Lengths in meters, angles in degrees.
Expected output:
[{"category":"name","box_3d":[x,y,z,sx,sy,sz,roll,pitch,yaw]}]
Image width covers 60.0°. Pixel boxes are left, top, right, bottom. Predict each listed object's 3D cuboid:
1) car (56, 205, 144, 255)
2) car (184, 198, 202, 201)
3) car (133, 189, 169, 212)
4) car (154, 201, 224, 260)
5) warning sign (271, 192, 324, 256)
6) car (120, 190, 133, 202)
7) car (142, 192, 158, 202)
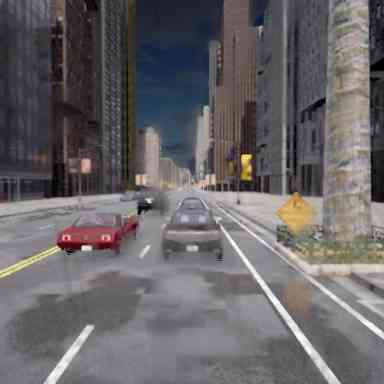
[{"category":"car","box_3d":[-3.185,1.392,12.360,1.895,1.301,4.718,0,1,0]},{"category":"car","box_3d":[0.048,1.135,25.112,2.033,1.411,5.357,0,1,0]},{"category":"car","box_3d":[-3.180,0.769,27.826,2.150,2.045,5.566,0,1,1]},{"category":"car","box_3d":[0.056,1.297,11.536,2.128,1.511,4.902,0,1,1]},{"category":"warning sign","box_3d":[3.234,0.939,10.340,1.300,1.860,1.060,0,1,0]},{"category":"car","box_3d":[-9.813,0.532,51.855,2.097,1.767,4.553,0,1,0]},{"category":"car","box_3d":[-6.562,0.735,52.504,1.994,1.385,4.181,0,1,0]}]
